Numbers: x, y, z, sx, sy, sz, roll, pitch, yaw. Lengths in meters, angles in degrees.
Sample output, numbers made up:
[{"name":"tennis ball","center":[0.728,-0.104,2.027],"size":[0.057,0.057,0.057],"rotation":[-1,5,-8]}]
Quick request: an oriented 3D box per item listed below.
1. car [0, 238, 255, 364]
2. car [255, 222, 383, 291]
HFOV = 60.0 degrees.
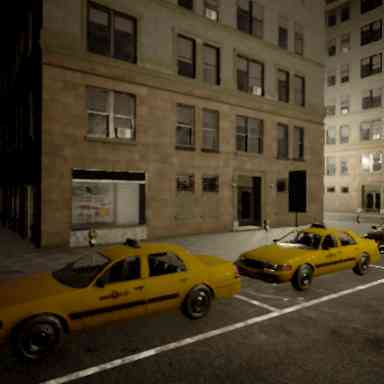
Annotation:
[{"name":"car","center":[-1.296,1.540,5.840],"size":[4.829,1.417,1.752],"rotation":[0,0,-36]},{"name":"car","center":[3.319,1.576,9.133],"size":[4.829,1.417,1.752],"rotation":[0,0,-36]}]
